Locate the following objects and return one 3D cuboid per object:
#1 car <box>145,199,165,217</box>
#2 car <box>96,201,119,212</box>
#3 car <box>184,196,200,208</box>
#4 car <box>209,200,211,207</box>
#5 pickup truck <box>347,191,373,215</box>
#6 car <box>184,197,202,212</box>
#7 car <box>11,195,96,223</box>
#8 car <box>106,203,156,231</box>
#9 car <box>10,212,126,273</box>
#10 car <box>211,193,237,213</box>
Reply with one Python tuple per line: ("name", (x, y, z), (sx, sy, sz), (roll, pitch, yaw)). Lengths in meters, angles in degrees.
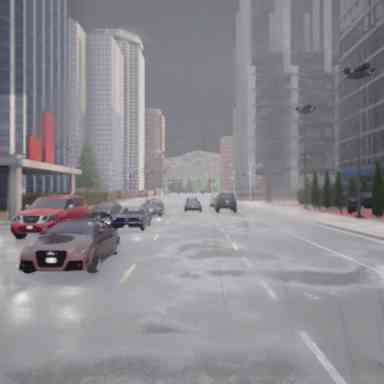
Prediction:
("car", (-3.564, 1.434, 30.879), (2.128, 1.511, 4.902), (0, 0, 0))
("car", (-7.072, 1.496, 28.019), (2.033, 1.411, 5.357), (0, 0, 0))
("car", (0.013, 1.402, 48.653), (2.128, 1.511, 4.902), (0, 0, 0))
("car", (3.508, 1.512, 47.837), (1.895, 1.301, 4.718), (0, 0, 0))
("pickup truck", (16.622, 0.998, 32.299), (2.390, 2.098, 6.274), (0, 0, 31))
("car", (0.108, 1.494, 37.543), (1.994, 1.385, 4.181), (0, 0, -1))
("car", (-7.078, 1.190, 17.357), (2.150, 2.045, 5.566), (0, 0, 1))
("car", (-3.572, 1.563, 20.462), (1.895, 1.301, 4.718), (0, 0, 0))
("car", (-3.581, 1.545, 10.455), (1.994, 1.385, 4.181), (0, 0, 0))
("car", (3.601, 1.154, 36.198), (2.150, 2.045, 5.566), (0, 0, 0))
